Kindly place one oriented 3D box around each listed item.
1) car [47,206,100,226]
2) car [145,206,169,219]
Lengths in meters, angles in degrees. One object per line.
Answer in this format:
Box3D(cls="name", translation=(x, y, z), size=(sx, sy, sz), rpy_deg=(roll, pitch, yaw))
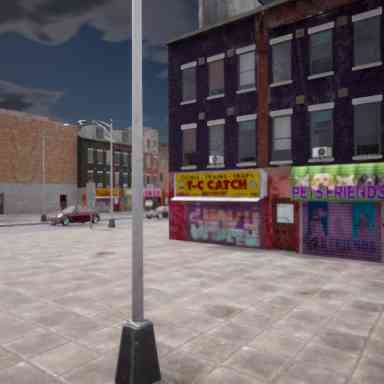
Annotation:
Box3D(cls="car", translation=(-9.514, 1.825, 26.737), size=(1.967, 1.590, 4.097), rpy_deg=(-2, -2, 36))
Box3D(cls="car", translation=(-3.088, 2.170, 35.529), size=(2.008, 1.369, 4.403), rpy_deg=(-2, -2, 36))
